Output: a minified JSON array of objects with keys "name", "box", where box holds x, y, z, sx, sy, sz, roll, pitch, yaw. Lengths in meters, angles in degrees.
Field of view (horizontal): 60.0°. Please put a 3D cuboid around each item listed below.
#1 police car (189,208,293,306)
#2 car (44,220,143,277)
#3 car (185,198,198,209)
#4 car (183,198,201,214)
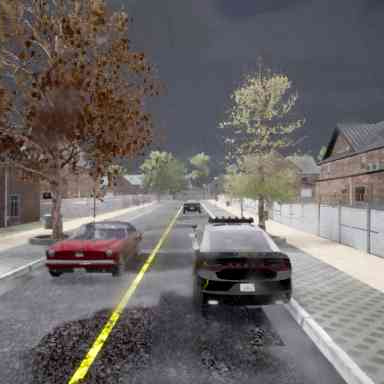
[{"name":"police car","box":[0.946,1.430,8.275,1.930,1.638,5.238,0,0,0]},{"name":"car","box":[-2.771,1.607,10.390,1.895,1.301,4.718,0,0,0]},{"name":"car","box":[-0.045,1.563,46.712,1.812,1.442,4.674,0,0,0]},{"name":"car","box":[0.004,1.503,36.266,1.882,1.535,5.008,0,0,0]}]
